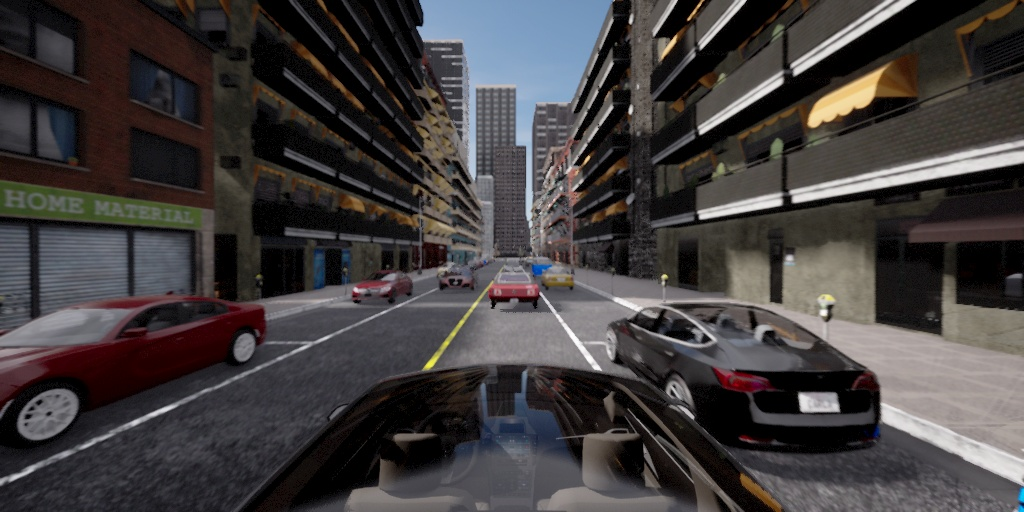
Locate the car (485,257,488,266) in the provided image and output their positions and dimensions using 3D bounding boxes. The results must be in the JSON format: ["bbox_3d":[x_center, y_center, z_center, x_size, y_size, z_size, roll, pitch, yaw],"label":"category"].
[{"bbox_3d":[-5.665,1.199,60.465,1.888,1.381,4.507,0,0,0],"label":"car"}]

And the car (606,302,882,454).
[{"bbox_3d":[2.691,1.309,5.214,1.948,1.339,4.313,0,0,0],"label":"car"}]

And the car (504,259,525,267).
[{"bbox_3d":[0.117,1.287,38.581,1.895,1.301,4.718,0,0,0],"label":"car"}]

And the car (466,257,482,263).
[{"bbox_3d":[-5.670,1.235,49.417,1.948,1.339,4.313,0,0,0],"label":"car"}]

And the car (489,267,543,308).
[{"bbox_3d":[0.093,1.326,15.137,1.895,1.301,4.718,0,0,0],"label":"car"}]

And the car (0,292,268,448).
[{"bbox_3d":[-5.690,1.288,5.230,1.888,1.381,4.507,0,0,0],"label":"car"}]

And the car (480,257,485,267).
[{"bbox_3d":[-5.667,1.207,54.941,1.888,1.381,4.507,0,0,0],"label":"car"}]

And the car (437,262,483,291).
[{"bbox_3d":[-3.088,1.277,21.607,1.994,1.385,4.181,0,0,0],"label":"car"}]

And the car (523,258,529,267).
[{"bbox_3d":[2.713,1.212,54.924,2.007,1.370,4.403,0,0,0],"label":"car"}]

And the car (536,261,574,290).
[{"bbox_3d":[2.698,1.239,21.954,1.751,1.417,4.829,0,0,0],"label":"car"}]

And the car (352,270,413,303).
[{"bbox_3d":[-5.685,1.305,16.277,1.802,1.307,4.207,0,0,0],"label":"car"}]

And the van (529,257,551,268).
[{"bbox_3d":[2.703,1.036,32.831,1.690,1.789,3.998,0,0,0],"label":"van"}]
